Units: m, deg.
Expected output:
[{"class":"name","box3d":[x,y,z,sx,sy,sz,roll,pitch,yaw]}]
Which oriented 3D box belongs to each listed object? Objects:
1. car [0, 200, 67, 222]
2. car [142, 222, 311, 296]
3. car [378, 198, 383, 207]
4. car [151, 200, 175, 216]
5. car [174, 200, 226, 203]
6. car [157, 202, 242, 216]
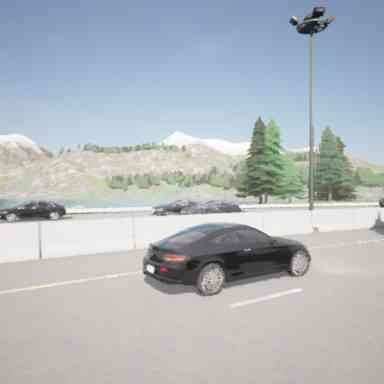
[{"class":"car","box3d":[-12.090,1.414,25.219,4.892,1.490,1.837,0,0,-33]},{"class":"car","box3d":[1.019,1.497,8.510,4.674,1.442,1.812,0,0,-33]},{"class":"car","box3d":[27.687,1.094,44.407,5.566,2.045,2.150,0,0,-18]},{"class":"car","box3d":[-1.033,1.398,27.909,4.902,1.511,2.128,0,0,-30]},{"class":"car","box3d":[1.496,1.408,25.336,4.902,1.511,2.128,0,0,-29]},{"class":"car","box3d":[0.498,1.532,20.748,4.718,1.301,1.895,0,0,-30]}]
